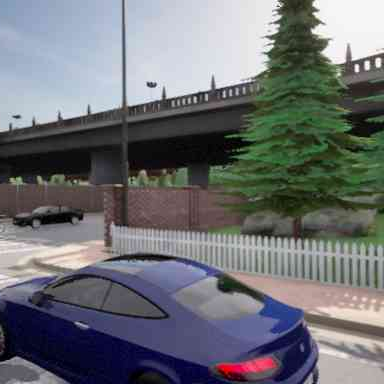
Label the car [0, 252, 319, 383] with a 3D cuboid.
[{"bbox_3d":[-0.857,1.547,4.297,4.674,1.442,1.812,-1,0,35],"label":"car"}]

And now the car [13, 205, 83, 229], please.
[{"bbox_3d":[-10.314,1.703,24.187,1.882,1.535,5.008,-1,0,34],"label":"car"}]
